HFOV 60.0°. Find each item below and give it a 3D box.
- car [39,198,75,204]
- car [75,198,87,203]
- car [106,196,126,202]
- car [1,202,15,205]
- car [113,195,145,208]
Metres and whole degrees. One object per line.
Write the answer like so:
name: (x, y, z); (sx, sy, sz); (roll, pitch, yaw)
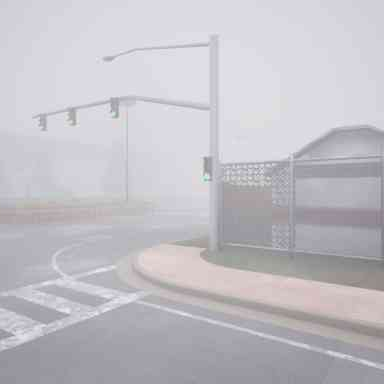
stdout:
car: (-14.946, 1.562, 34.849); (1.994, 1.385, 4.181); (0, 0, 34)
car: (-15.129, 1.503, 40.870); (1.837, 1.490, 4.892); (0, 0, 34)
car: (-9.787, 1.545, 42.562); (2.033, 1.411, 5.357); (0, 0, 34)
car: (-20.372, 1.545, 33.028); (2.033, 1.411, 5.357); (0, 0, 34)
car: (-9.316, 1.350, 49.553); (2.097, 1.767, 4.553); (0, 0, 34)
